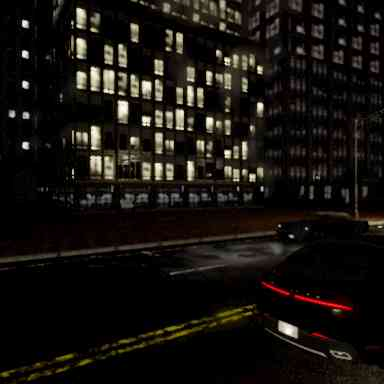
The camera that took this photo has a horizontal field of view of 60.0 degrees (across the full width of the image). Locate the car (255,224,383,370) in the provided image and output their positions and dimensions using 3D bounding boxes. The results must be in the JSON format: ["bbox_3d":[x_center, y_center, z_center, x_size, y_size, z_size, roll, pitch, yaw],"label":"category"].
[{"bbox_3d":[3.215,1.497,5.609,4.892,1.490,1.837,0,0,-35],"label":"car"}]

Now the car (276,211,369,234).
[{"bbox_3d":[6.143,1.601,15.561,4.718,1.301,1.895,0,0,-33],"label":"car"}]
